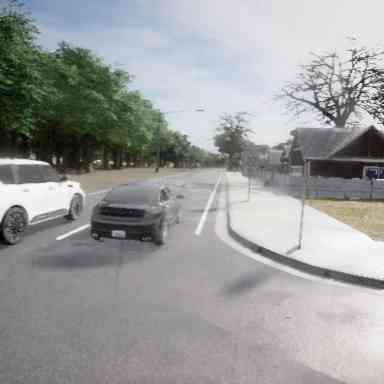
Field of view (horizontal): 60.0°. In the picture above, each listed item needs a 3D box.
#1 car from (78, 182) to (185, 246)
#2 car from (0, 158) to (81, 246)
[{"bbox_3d":[-1.423,0.469,10.038,1.837,1.490,4.892,3,6,6],"label":"car"},{"bbox_3d":[-5.014,0.064,9.357,2.150,2.045,5.566,3,5,5],"label":"car"}]
